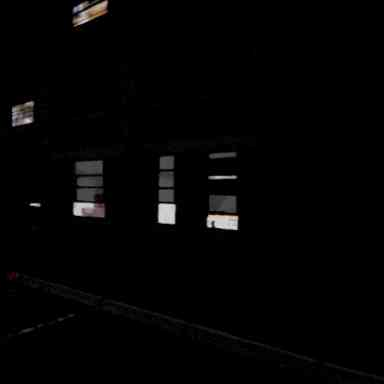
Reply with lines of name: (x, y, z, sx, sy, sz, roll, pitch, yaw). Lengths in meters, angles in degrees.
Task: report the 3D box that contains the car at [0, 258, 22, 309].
car: (-4.856, 1.527, 6.322, 4.206, 1.307, 1.802, 1, 1, 35)
